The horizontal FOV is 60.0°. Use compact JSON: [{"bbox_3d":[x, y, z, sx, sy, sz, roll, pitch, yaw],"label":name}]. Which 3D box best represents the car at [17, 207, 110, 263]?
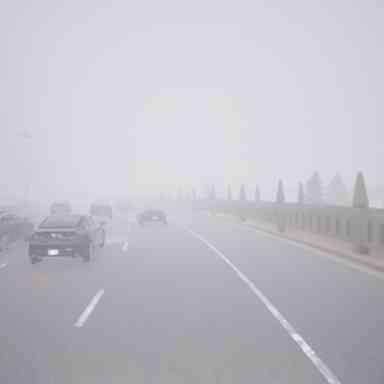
[{"bbox_3d":[-4.362,1.519,12.169,1.837,1.490,4.892,0,0,-7],"label":"car"}]

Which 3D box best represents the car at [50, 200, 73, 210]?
[{"bbox_3d":[-12.672,1.534,32.306,2.128,1.511,4.902,0,0,-19],"label":"car"}]

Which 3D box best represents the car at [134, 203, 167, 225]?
[{"bbox_3d":[-2.962,1.533,23.946,1.812,1.442,4.674,0,0,-13],"label":"car"}]

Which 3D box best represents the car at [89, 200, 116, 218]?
[{"bbox_3d":[-8.327,1.504,30.332,1.882,1.535,5.008,0,0,-17],"label":"car"}]

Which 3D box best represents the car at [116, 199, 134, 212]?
[{"bbox_3d":[-8.267,1.588,40.277,1.994,1.385,4.181,0,0,-22],"label":"car"}]

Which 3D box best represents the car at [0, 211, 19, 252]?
[{"bbox_3d":[-8.121,1.520,13.795,2.128,1.511,4.902,0,0,-8],"label":"car"}]
